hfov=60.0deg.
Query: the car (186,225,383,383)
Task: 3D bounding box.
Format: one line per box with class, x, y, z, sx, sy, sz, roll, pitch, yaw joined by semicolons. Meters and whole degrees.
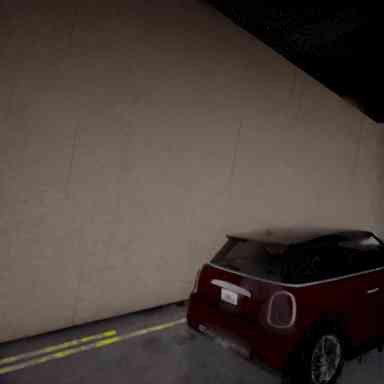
car;2.218;1.338;5.430;4.553;1.767;2.097;0;0;-35
